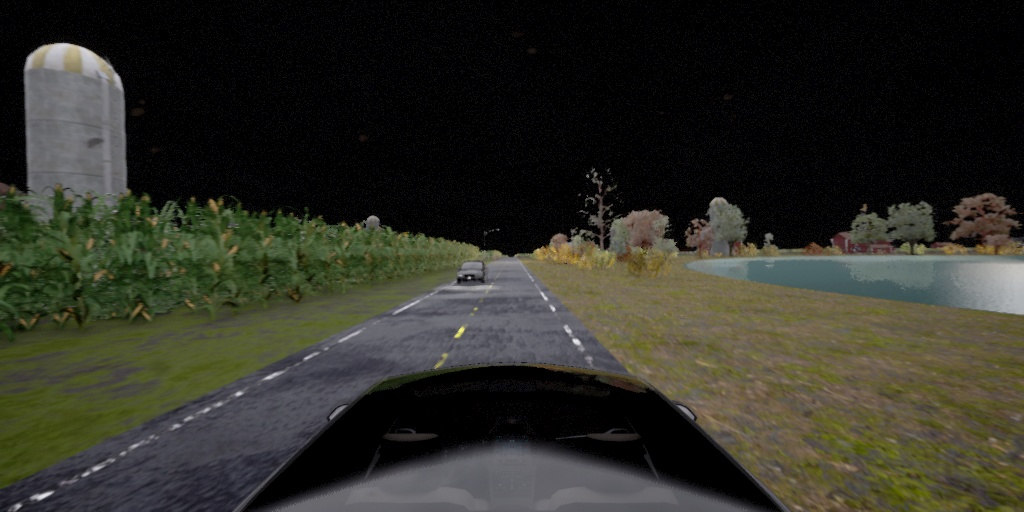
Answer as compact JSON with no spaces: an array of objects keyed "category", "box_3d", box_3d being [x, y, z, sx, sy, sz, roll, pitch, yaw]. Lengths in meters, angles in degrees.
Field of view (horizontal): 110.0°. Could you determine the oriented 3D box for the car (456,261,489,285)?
[{"category":"car","box_3d":[-2.663,1.093,24.823,1.837,1.490,4.892,-1,1,0]}]
